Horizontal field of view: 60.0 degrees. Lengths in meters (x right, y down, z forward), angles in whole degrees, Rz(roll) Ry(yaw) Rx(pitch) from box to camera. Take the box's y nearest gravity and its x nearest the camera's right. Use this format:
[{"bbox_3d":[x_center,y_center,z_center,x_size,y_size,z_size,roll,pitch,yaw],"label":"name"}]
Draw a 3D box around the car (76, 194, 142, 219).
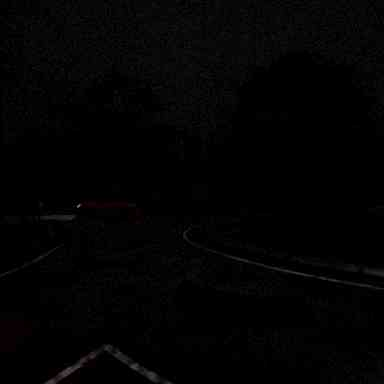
[{"bbox_3d":[-5.999,0.946,24.158,4.553,1.767,2.097,1,3,4],"label":"car"}]
